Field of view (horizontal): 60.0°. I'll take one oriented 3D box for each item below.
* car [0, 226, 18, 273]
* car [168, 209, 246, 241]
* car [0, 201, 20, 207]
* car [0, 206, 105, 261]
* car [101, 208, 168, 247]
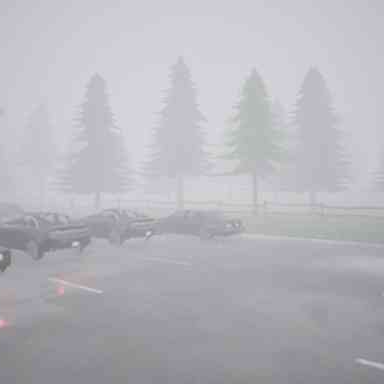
[{"bbox_3d":[-6.838,1.611,8.832,4.718,1.301,1.895,0,0,36],"label":"car"},{"bbox_3d":[0.030,1.557,16.825,5.357,1.411,2.033,0,0,36],"label":"car"},{"bbox_3d":[-16.379,1.532,28.557,4.892,1.490,1.837,0,0,36],"label":"car"},{"bbox_3d":[-5.810,1.503,12.405,4.902,1.511,2.128,0,0,36],"label":"car"},{"bbox_3d":[-3.777,1.503,15.254,4.902,1.511,2.128,0,0,36],"label":"car"}]
